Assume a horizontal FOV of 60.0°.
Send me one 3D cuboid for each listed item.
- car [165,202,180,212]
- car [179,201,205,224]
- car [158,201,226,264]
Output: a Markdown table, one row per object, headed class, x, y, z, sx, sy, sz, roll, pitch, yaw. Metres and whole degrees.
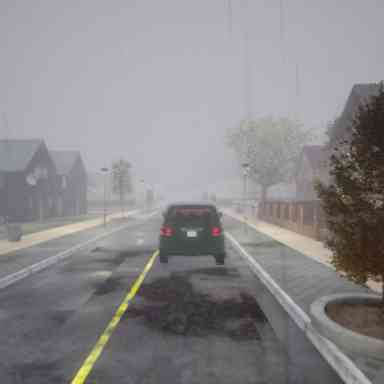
| class | x | y | z | sx | sy | sz | roll | pitch | yaw |
| --- | --- | --- | --- | --- | --- | --- | --- | --- | --- |
| car | -2.771 | 2.201 | 48.247 | 1.895 | 1.301 | 4.718 | 0 | -1 | 0 |
| car | 0.019 | 1.668 | 28.402 | 2.097 | 1.767 | 4.553 | 0 | -1 | 0 |
| car | 0.009 | 1.355 | 12.551 | 2.150 | 2.045 | 5.566 | 0 | 0 | 0 |
